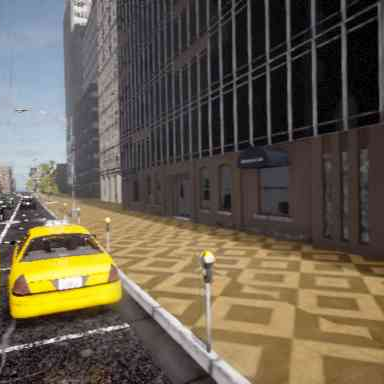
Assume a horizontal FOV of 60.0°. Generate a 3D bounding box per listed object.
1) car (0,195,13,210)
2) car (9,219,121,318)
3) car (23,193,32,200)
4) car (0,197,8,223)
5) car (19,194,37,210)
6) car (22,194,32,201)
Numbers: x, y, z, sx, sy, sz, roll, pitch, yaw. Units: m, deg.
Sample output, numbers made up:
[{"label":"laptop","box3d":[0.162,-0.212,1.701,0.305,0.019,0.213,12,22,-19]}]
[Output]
[{"label":"car","box3d":[-22.390,1.152,39.264,2.097,1.767,4.553,-2,1,-26]},{"label":"car","box3d":[-3.048,1.390,7.505,1.801,1.575,5.366,-2,1,-26]},{"label":"car","box3d":[-37.085,1.024,74.811,1.752,1.417,4.829,-1,1,-26]},{"label":"car","box3d":[-14.691,1.401,24.045,1.837,1.490,4.892,-2,1,-26]},{"label":"car","box3d":[-19.242,1.310,38.997,1.947,1.339,4.313,-1,1,-26]},{"label":"car","box3d":[-34.470,1.118,69.565,1.802,1.307,4.206,-1,1,-26]}]
